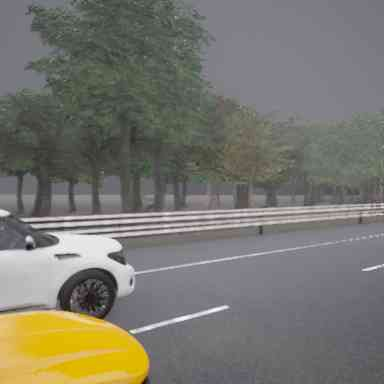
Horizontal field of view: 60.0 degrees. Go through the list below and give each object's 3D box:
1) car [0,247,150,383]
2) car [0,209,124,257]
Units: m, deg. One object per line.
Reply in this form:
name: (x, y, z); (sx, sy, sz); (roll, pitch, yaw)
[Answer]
car: (-2.609, 1.477, 1.885); (5.008, 1.535, 1.882); (0, 0, -36)
car: (-3.738, 1.221, 5.394); (5.566, 2.045, 2.150); (0, 0, -36)
